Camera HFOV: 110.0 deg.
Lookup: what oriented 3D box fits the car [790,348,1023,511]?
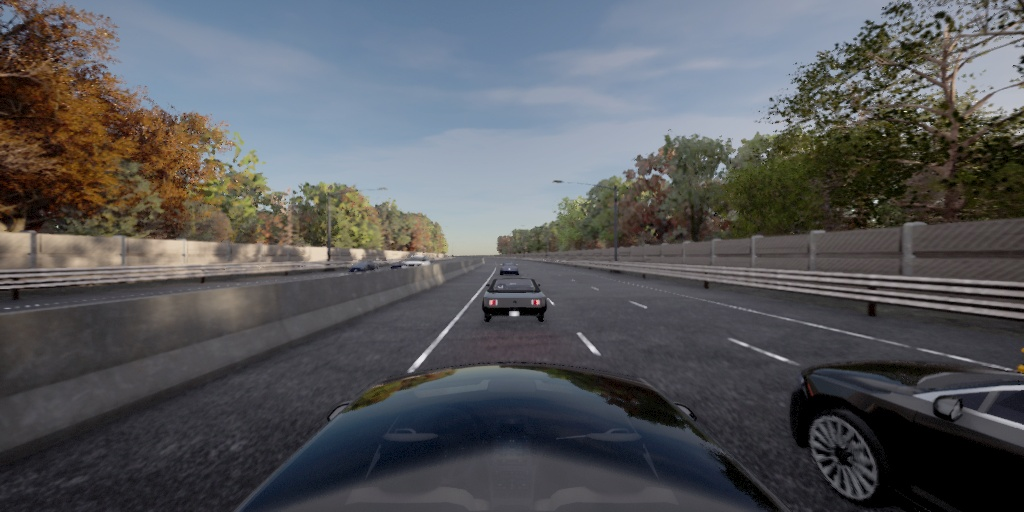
[{"bbox_3d":[3.593,1.241,1.464,2.128,1.511,4.902,0,0,0],"label":"car"}]

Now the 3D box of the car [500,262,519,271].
[{"bbox_3d":[-0.306,1.331,39.117,1.994,1.385,4.181,0,0,-1],"label":"car"}]

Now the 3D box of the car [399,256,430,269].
[{"bbox_3d":[-11.061,0.989,42.014,2.150,2.045,5.566,0,0,-1],"label":"car"}]

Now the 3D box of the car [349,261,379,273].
[{"bbox_3d":[-18.098,1.314,44.036,2.033,1.411,5.357,0,0,-1],"label":"car"}]

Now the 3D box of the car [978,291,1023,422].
[{"bbox_3d":[7.092,1.226,2.232,1.882,1.535,5.008,0,0,0],"label":"car"}]

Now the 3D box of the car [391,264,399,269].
[{"bbox_3d":[-14.702,1.370,48.246,1.895,1.301,4.718,0,0,-1],"label":"car"}]

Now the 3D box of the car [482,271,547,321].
[{"bbox_3d":[0.060,1.356,12.426,1.895,1.301,4.718,0,0,0],"label":"car"}]
